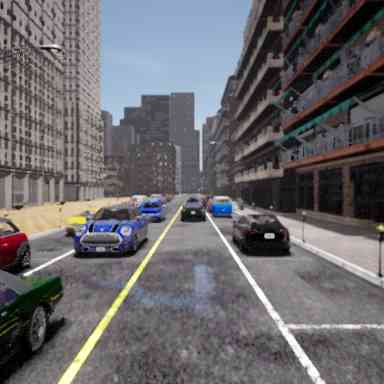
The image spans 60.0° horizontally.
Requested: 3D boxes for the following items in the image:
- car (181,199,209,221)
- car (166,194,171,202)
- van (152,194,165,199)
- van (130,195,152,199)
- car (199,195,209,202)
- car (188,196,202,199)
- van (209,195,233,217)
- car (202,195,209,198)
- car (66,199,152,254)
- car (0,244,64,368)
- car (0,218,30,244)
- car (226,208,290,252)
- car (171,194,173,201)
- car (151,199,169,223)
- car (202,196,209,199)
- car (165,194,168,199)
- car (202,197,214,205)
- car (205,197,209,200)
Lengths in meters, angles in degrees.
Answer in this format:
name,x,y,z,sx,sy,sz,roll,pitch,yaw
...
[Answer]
name,x,y,z,sx,sy,sz,roll,pitch,yaw
car,0.105,1.534,27.315,1.994,1.385,4.181,0,0,0
car,-5.686,1.500,63.341,2.008,1.369,4.403,0,0,0
van,-5.689,1.294,52.285,1.690,1.788,3.998,0,0,0
van,-5.691,1.304,35.703,1.690,1.788,3.998,0,0,0
car,2.696,1.389,74.394,1.967,1.590,4.097,0,0,0
car,0.106,1.459,46.359,1.837,1.490,4.892,0,-1,0
van,2.689,1.309,30.173,1.690,1.788,3.998,0,0,0
car,2.690,1.271,46.756,2.192,1.841,5.009,0,0,0
car,-3.056,1.336,13.410,2.097,1.767,4.553,0,0,0
car,-3.086,1.596,3.369,1.895,1.301,4.718,0,0,0
car,-5.695,1.429,8.065,1.967,1.590,4.097,0,0,0
car,2.686,1.550,13.590,1.947,1.339,4.313,0,0,0
car,-5.686,1.264,68.868,2.192,1.841,5.009,0,0,0
car,-3.062,1.498,25.402,1.812,1.442,4.674,0,0,0
car,2.692,1.510,41.228,2.008,1.369,4.403,0,0,0
car,-5.686,1.533,57.813,1.802,1.307,4.206,0,0,0
car,2.694,1.517,57.811,1.947,1.339,4.313,0,0,0
car,2.691,1.508,35.701,1.887,1.381,4.507,0,0,0
